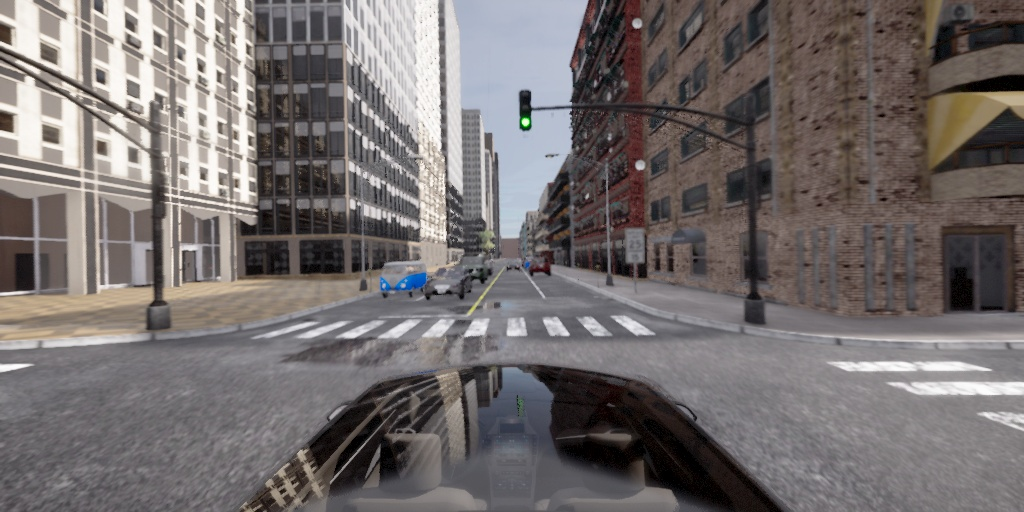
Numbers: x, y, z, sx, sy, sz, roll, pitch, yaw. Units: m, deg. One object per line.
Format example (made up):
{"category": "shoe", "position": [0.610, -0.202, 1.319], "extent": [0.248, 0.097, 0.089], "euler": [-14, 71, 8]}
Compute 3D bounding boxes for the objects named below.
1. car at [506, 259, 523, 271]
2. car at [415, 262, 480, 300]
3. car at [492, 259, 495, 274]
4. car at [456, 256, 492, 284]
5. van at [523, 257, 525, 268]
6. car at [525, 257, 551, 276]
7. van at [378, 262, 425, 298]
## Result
{"category": "car", "position": [0.174, 1.372, 48.324], "extent": [1.895, 1.301, 4.718], "euler": [-1, 0, 0]}
{"category": "car", "position": [-3.089, 1.293, 18.224], "extent": [2.128, 1.511, 4.902], "euler": [-1, 0, 0]}
{"category": "car", "position": [-3.034, 1.303, 38.432], "extent": [1.882, 1.535, 5.008], "euler": [-1, 0, 0]}
{"category": "car", "position": [-3.072, 1.034, 28.117], "extent": [2.150, 2.045, 5.566], "euler": [-1, 0, 0]}
{"category": "van", "position": [2.785, 1.064, 52.386], "extent": [1.690, 1.789, 3.998], "euler": [0, 0, 0]}
{"category": "car", "position": [2.752, 1.016, 35.734], "extent": [2.192, 1.841, 5.009], "euler": [0, 0, 0]}
{"category": "van", "position": [-5.660, 1.197, 19.096], "extent": [1.690, 1.789, 3.998], "euler": [0, 0, 0]}
